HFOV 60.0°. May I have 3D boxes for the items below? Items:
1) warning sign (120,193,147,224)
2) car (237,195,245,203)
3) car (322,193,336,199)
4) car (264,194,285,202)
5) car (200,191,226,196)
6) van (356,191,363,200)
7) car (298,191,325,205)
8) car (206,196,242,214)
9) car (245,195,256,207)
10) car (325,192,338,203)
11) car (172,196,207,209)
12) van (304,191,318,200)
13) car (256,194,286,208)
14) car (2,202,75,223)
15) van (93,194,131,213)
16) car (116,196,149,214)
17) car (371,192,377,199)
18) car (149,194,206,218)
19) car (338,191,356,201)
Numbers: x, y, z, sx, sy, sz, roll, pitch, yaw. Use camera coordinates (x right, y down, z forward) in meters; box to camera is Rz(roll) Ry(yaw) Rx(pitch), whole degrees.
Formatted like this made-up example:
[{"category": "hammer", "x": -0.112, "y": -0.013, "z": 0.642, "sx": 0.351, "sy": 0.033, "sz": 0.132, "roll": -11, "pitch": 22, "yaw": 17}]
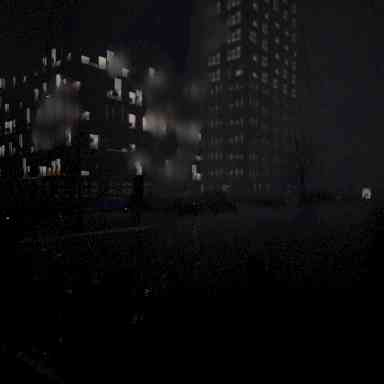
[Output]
[{"category": "warning sign", "x": -3.643, "y": 0.980, "z": 20.724, "sx": 1.300, "sy": 1.860, "sz": 1.060, "roll": 0, "pitch": 0, "yaw": 40}, {"category": "car", "x": 7.167, "y": 1.152, "z": 49.946, "sx": 1.947, "sy": 1.339, "sz": 4.313, "roll": 1, "pitch": 1, "yaw": 40}, {"category": "car", "x": 33.018, "y": 0.832, "z": 80.238, "sx": 1.947, "sy": 1.339, "sz": 4.313, "roll": 1, "pitch": 1, "yaw": 40}, {"category": "car", "x": 14.554, "y": 1.060, "z": 58.601, "sx": 1.947, "sy": 1.339, "sz": 4.313, "roll": 1, "pitch": 1, "yaw": 40}, {"category": "car", "x": 2.036, "y": 0.906, "z": 39.934, "sx": 2.150, "sy": 2.045, "sz": 5.566, "roll": 0, "pitch": 1, "yaw": 41}, {"category": "van", "x": 35.689, "y": 0.685, "z": 70.452, "sx": 1.690, "sy": 1.788, "sz": 3.998, "roll": 1, "pitch": 1, "yaw": 40}, {"category": "car", "x": 17.224, "y": 0.888, "z": 48.815, "sx": 2.192, "sy": 1.841, "sz": 5.009, "roll": 1, "pitch": 1, "yaw": 40}, {"category": "car", "x": 2.503, "y": 1.323, "z": 31.468, "sx": 1.947, "sy": 1.339, "sz": 4.313, "roll": 1, "pitch": 1, "yaw": 40}, {"category": "car", "x": 9.487, "y": 1.112, "z": 43.750, "sx": 1.882, "sy": 1.535, "sz": 5.008, "roll": 0, "pitch": 0, "yaw": 40}, {"category": "car", "x": 20.917, "y": 0.842, "z": 53.142, "sx": 2.192, "sy": 1.841, "sz": 5.009, "roll": 1, "pitch": 1, "yaw": 40}, {"category": "car", "x": -0.224, "y": 1.223, "z": 41.298, "sx": 1.887, "sy": 1.381, "sz": 4.507, "roll": 1, "pitch": 1, "yaw": 40}, {"category": "van", "x": 25.633, "y": 0.698, "z": 71.579, "sx": 1.690, "sy": 1.788, "sz": 3.998, "roll": 1, "pitch": 1, "yaw": 40}, {"category": "car", "x": 9.838, "y": 1.246, "z": 40.164, "sx": 1.802, "sy": 1.307, "sz": 4.206, "roll": 1, "pitch": 1, "yaw": 40}, {"category": "car", "x": -11.202, "y": 1.450, "z": 24.441, "sx": 1.895, "sy": 1.301, "sz": 4.718, "roll": 0, "pitch": 1, "yaw": 38}, {"category": "van", "x": -7.693, "y": 1.111, "z": 32.714, "sx": 1.690, "sy": 1.788, "sz": 3.998, "roll": 1, "pitch": 1, "yaw": 40}, {"category": "car", "x": -4.774, "y": 1.333, "z": 31.964, "sx": 1.994, "sy": 1.385, "sz": 4.181, "roll": 0, "pitch": 1, "yaw": 41}, {"category": "car", "x": 39.380, "y": 0.849, "z": 74.782, "sx": 2.008, "sy": 1.369, "sz": 4.403, "roll": 1, "pitch": 1, "yaw": 40}, {"category": "car", "x": -1.146, "y": 1.243, "z": 27.103, "sx": 1.967, "sy": 1.590, "sz": 4.097, "roll": 1, "pitch": 1, "yaw": 40}, {"category": "car", "x": 28.412, "y": 0.959, "z": 61.929, "sx": 1.752, "sy": 1.417, "sz": 4.829, "roll": 1, "pitch": 1, "yaw": 40}]
